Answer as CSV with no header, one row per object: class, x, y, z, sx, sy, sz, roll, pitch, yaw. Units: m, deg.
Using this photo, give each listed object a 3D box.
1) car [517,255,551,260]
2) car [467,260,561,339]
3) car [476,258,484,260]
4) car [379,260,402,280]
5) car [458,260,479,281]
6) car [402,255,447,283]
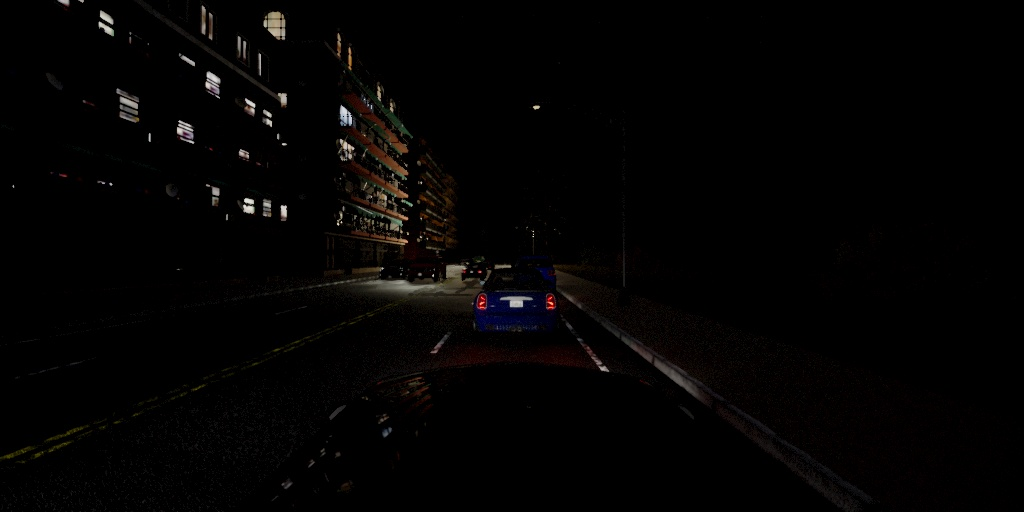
car,1.139,0.978,19.814,2.150,2.045,5.566,0,0,0
car,0.099,1.104,10.239,2.097,1.767,4.553,0,0,0
car,-3.145,1.279,45.500,1.812,1.442,4.674,0,0,1
car,-9.848,1.106,31.149,2.097,1.767,4.553,0,0,0
car,-3.144,1.300,30.455,2.033,1.411,5.357,0,0,0
car,-6.598,0.975,28.428,2.150,2.045,5.566,0,0,0
